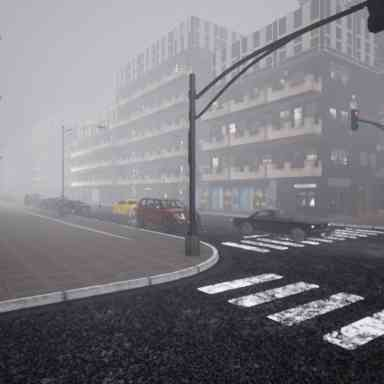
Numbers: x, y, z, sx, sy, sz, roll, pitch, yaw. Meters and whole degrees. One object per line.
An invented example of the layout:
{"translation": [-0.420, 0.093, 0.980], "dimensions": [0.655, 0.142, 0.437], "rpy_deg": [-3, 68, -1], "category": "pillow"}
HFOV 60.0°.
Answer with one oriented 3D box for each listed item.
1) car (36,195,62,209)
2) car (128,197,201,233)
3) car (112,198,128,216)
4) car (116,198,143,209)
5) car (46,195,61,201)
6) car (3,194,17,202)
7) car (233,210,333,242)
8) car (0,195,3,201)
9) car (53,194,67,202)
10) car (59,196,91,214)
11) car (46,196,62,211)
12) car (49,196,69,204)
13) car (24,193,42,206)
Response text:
{"translation": [-18.171, 1.436, 42.615], "dimensions": [1.947, 1.339, 4.313], "rpy_deg": [0, 0, -36], "category": "car"}
{"translation": [-1.563, 1.264, 19.670], "dimensions": [2.192, 1.841, 5.009], "rpy_deg": [0, 0, -36], "category": "car"}
{"translation": [-5.331, 1.395, 29.290], "dimensions": [1.882, 1.535, 5.008], "rpy_deg": [0, 0, -36], "category": "car"}
{"translation": [-8.061, 1.465, 42.940], "dimensions": [1.802, 1.307, 4.206], "rpy_deg": [0, 0, -36], "category": "car"}
{"translation": [-31.309, 1.379, 75.058], "dimensions": [2.008, 1.369, 4.403], "rpy_deg": [0, 0, -36], "category": "car"}
{"translation": [-38.099, 1.412, 70.146], "dimensions": [1.802, 1.307, 4.206], "rpy_deg": [0, 0, -36], "category": "car"}
{"translation": [4.372, 1.574, 16.495], "dimensions": [1.895, 1.301, 4.718], "rpy_deg": [0, 0, -41], "category": "car"}
{"translation": [-41.421, 1.269, 74.733], "dimensions": [1.967, 1.590, 4.097], "rpy_deg": [0, 0, -36], "category": "car"}
{"translation": [-27.989, 1.269, 70.471], "dimensions": [1.967, 1.590, 4.097], "rpy_deg": [0, 0, -36], "category": "car"}
{"translation": [-11.528, 1.444, 33.436], "dimensions": [1.887, 1.381, 4.507], "rpy_deg": [0, 0, -36], "category": "car"}
{"translation": [-14.850, 1.451, 38.025], "dimensions": [1.947, 1.339, 4.313], "rpy_deg": [0, 0, -36], "category": "car"}
{"translation": [-24.512, 1.383, 61.263], "dimensions": [2.033, 1.411, 5.357], "rpy_deg": [0, 0, -37], "category": "car"}
{"translation": [-24.813, 1.162, 51.791], "dimensions": [2.192, 1.841, 5.009], "rpy_deg": [0, 0, -36], "category": "car"}
